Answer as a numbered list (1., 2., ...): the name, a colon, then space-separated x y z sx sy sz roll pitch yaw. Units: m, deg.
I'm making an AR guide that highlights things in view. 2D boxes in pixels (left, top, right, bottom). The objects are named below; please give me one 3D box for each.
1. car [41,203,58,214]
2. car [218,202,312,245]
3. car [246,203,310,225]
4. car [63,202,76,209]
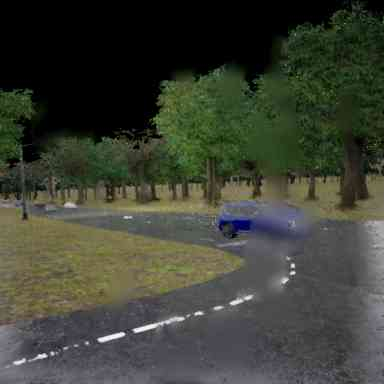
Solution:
1. car: -25.486 3.097 59.946 1.837 1.490 4.892 -4 2 -30
2. car: 3.760 1.582 18.309 2.150 2.045 5.566 -4 0 -36
3. car: 6.663 1.634 26.258 1.812 1.442 4.674 -4 1 -36
4. car: -26.730 2.993 72.574 1.812 1.442 4.674 -4 1 -36
